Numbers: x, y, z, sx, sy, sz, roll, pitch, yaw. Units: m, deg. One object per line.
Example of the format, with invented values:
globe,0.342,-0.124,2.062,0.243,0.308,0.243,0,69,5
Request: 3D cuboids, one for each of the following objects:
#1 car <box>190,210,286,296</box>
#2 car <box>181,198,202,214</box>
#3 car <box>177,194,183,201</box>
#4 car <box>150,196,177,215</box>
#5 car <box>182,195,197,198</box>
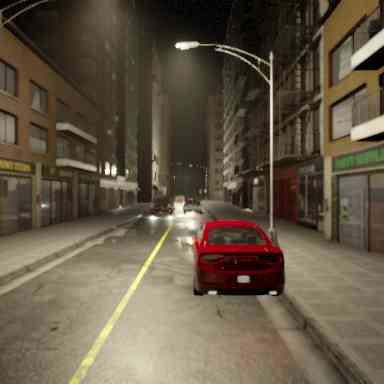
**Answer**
car,0.962,1.461,8.658,1.882,1.535,5.008,0,0,0
car,0.063,1.544,33.949,1.895,1.301,4.718,0,0,0
car,-2.757,1.268,76.878,2.097,1.767,4.553,0,0,0
car,-2.850,1.296,32.612,2.097,1.767,4.553,0,0,0
car,0.022,1.417,47.050,2.128,1.511,4.902,0,0,0
